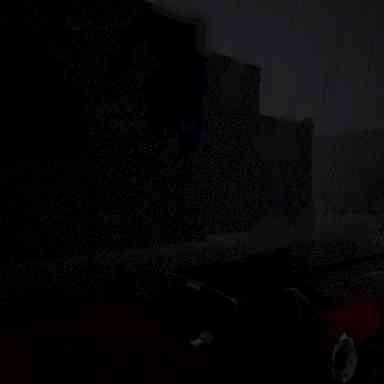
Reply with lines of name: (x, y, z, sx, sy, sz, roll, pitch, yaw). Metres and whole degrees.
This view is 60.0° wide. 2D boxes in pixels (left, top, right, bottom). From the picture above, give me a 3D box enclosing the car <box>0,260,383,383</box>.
car: (0.130, 1.593, 3.777, 4.718, 1.301, 1.895, 0, 0, -35)
